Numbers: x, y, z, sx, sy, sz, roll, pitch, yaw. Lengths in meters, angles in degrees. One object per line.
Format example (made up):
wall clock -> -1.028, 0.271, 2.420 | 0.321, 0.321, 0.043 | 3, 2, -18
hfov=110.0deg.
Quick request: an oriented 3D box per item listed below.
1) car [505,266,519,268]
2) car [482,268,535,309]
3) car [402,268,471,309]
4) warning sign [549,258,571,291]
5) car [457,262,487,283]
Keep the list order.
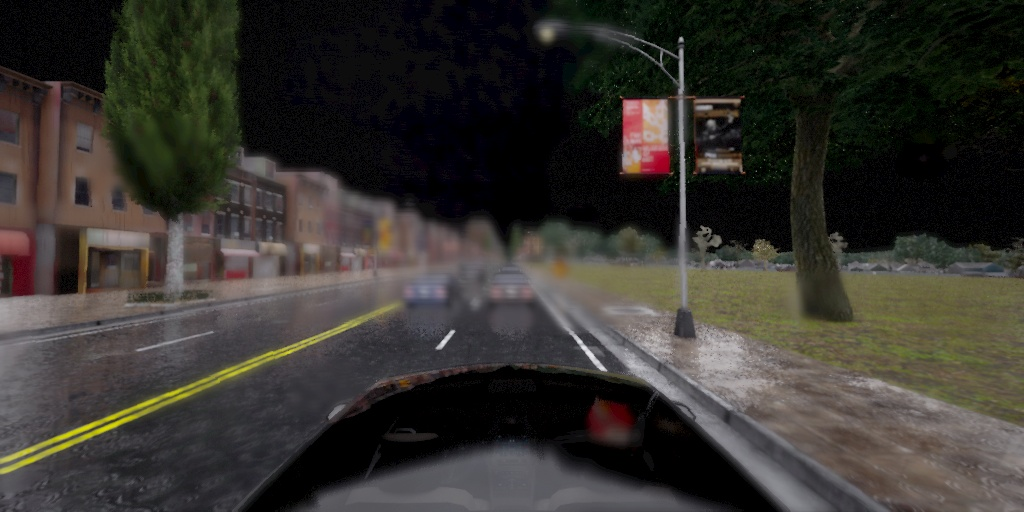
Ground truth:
car -> -0.008, 1.586, 30.857 | 2.033, 1.411, 5.357 | 0, -1, 0
car -> -0.003, 1.434, 15.855 | 2.033, 1.411, 5.357 | 0, -1, 0
car -> -3.253, 1.434, 15.854 | 2.033, 1.411, 5.357 | 0, -1, 0
warning sign -> 2.844, 1.053, 21.049 | 1.300, 1.860, 1.060 | 0, 0, 0
car -> -3.256, 1.534, 31.153 | 2.128, 1.511, 4.902 | 0, 0, 0
